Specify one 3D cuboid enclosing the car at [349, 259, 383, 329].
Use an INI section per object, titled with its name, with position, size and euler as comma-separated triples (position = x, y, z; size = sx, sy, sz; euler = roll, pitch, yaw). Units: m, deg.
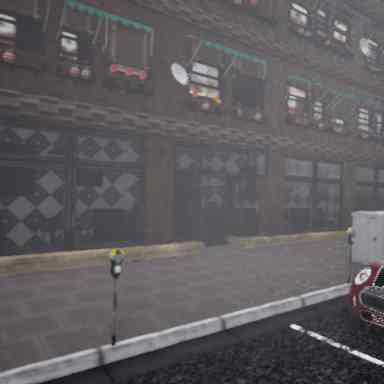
[car]
position = 4.649, 1.464, 5.954
size = 4.097, 1.590, 1.967
euler = 1, 1, -34
